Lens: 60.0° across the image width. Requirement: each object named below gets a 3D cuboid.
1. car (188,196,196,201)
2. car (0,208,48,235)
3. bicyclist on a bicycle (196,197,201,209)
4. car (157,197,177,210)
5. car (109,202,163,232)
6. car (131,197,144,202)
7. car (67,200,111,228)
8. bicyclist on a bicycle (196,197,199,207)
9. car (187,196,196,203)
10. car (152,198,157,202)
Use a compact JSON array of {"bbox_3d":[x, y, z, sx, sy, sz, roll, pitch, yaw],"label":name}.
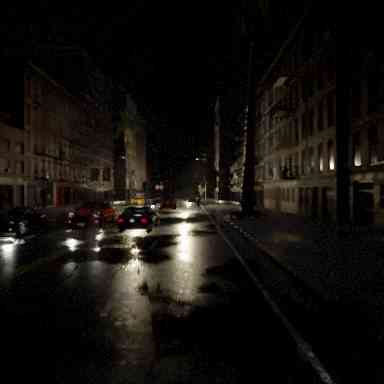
[{"bbox_3d":[-0.004,1.725,89.563,2.128,1.511,4.902,0,0,0],"label":"car"},{"bbox_3d":[-9.848,1.576,18.709,1.994,1.385,4.181,0,0,0],"label":"car"},{"bbox_3d":[0.892,1.555,44.551,0.582,1.620,1.656,0,-1,0],"label":"bicyclist on a bicycle"},{"bbox_3d":[-3.153,1.459,45.531,2.097,1.767,4.553,0,0,0],"label":"car"},{"bbox_3d":[-3.151,1.562,20.003,2.033,1.411,5.357,0,0,0],"label":"car"},{"bbox_3d":[-9.785,1.663,59.880,1.882,1.535,5.008,0,0,1],"label":"car"},{"bbox_3d":[-6.597,1.371,22.198,2.097,1.767,4.553,0,0,0],"label":"car"},{"bbox_3d":[0.892,1.601,53.541,0.582,1.620,1.656,0,-1,0],"label":"bicyclist on a bicycle"},{"bbox_3d":[-0.003,1.823,77.641,2.128,1.511,4.902,0,0,0],"label":"car"},{"bbox_3d":[-6.515,1.803,63.168,1.895,1.301,4.718,0,0,0],"label":"car"}]
